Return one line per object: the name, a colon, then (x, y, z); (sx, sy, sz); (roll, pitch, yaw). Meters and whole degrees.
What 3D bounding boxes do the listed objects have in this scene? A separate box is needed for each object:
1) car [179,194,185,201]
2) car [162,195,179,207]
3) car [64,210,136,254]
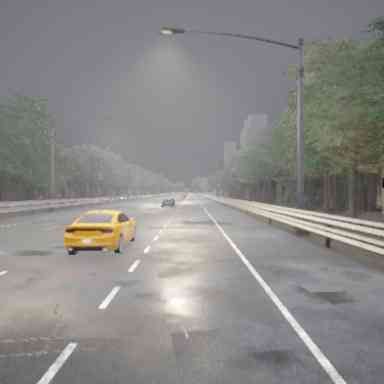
car: (-3.537, 1.625, 90.351); (1.882, 1.535, 5.008); (0, 0, 0)
car: (-3.521, 1.530, 50.665); (2.128, 1.511, 4.902); (0, 0, 0)
car: (-3.505, 1.483, 13.536); (1.882, 1.535, 5.008); (0, 0, 0)
